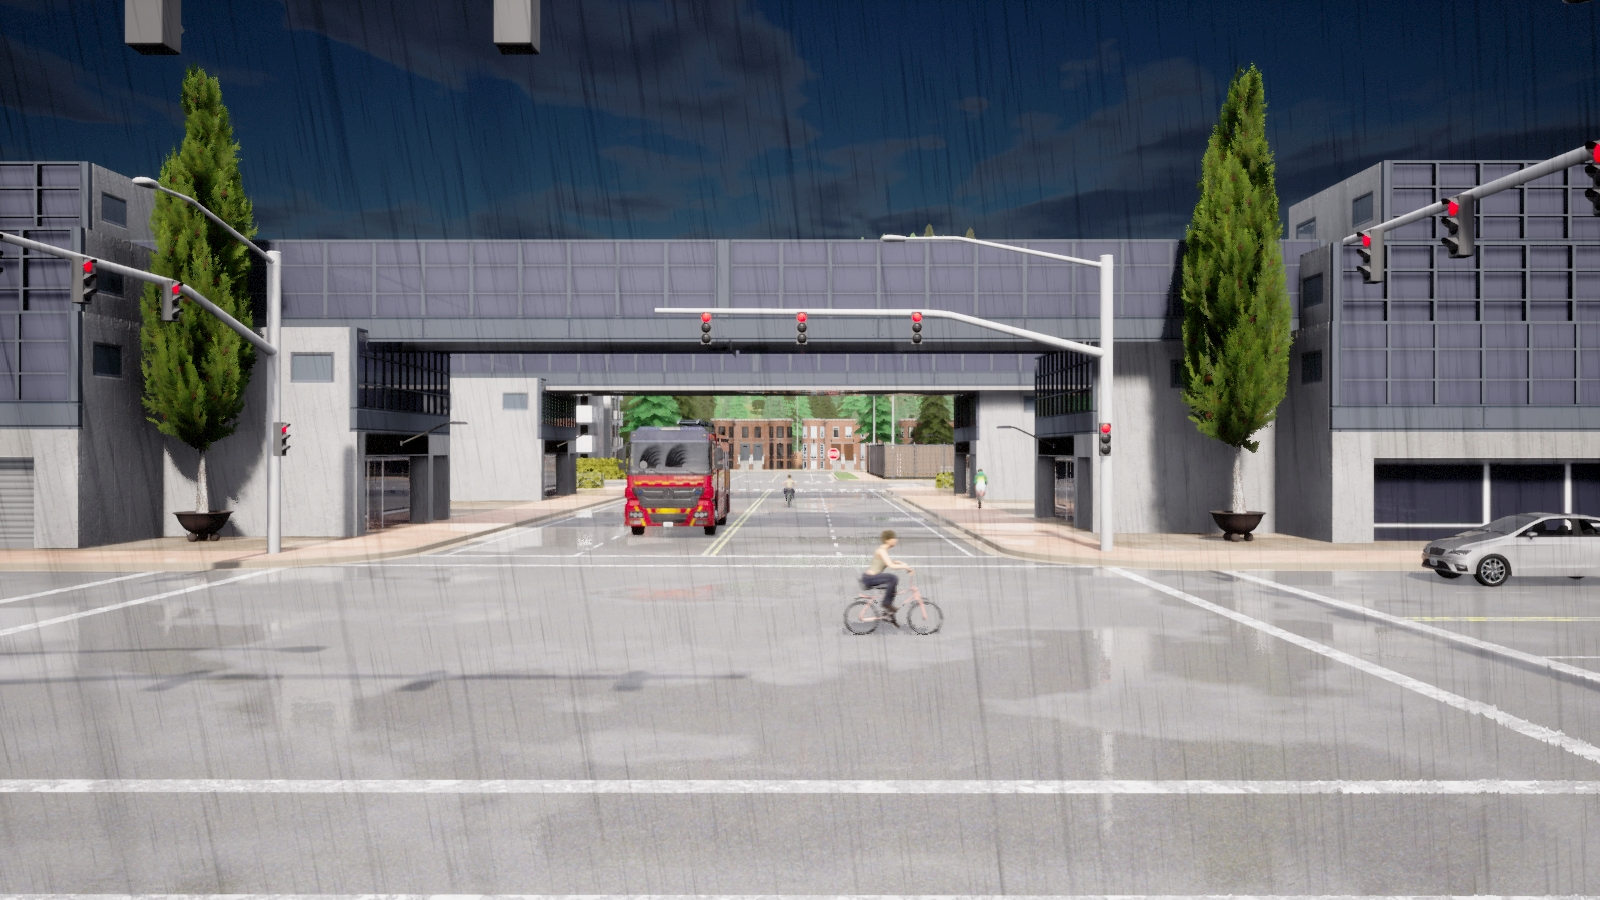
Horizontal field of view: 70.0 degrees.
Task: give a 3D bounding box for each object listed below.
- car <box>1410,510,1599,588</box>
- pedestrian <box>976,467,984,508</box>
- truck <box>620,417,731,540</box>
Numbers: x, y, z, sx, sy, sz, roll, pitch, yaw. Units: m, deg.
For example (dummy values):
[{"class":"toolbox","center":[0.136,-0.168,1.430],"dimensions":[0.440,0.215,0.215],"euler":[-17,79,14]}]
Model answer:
[{"class":"car","center":[15.490,2.066,24.189],"dimensions":[4.193,1.474,1.816],"euler":[0,0,0]},{"class":"pedestrian","center":[8.233,1.700,52.228],"dimensions":[0.375,1.860,0.375],"euler":[0,0,9]},{"class":"truck","center":[-4.133,0.890,39.814],"dimensions":[2.891,3.827,8.468],"euler":[0,0,0]}]
